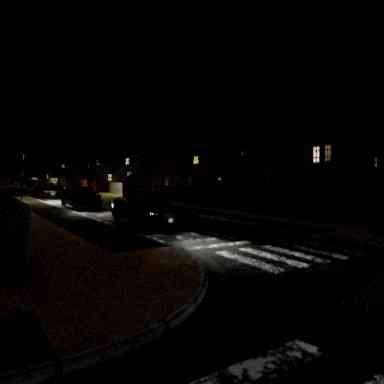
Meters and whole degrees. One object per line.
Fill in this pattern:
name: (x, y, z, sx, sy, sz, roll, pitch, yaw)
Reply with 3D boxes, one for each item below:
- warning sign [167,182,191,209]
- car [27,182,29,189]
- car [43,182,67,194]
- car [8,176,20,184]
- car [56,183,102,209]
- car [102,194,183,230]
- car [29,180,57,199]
warning sign: (-0.914, 0.226, 23.280, 1.300, 1.860, 1.060, -3, 2, -35)
car: (-25.120, -1.208, 53.393, 1.812, 1.442, 4.674, 0, 3, -35)
car: (-17.802, -0.531, 43.050, 1.895, 1.301, 4.718, 0, 3, -35)
car: (-42.561, -2.914, 79.492, 2.097, 1.767, 4.553, -3, 4, -35)
car: (-8.098, 0.330, 24.219, 1.882, 1.535, 5.008, 0, 3, -35)
car: (-2.294, 0.822, 16.008, 2.128, 1.511, 4.902, 0, 3, -35)
car: (-14.416, -0.177, 33.169, 2.128, 1.511, 4.902, 0, 2, -35)
